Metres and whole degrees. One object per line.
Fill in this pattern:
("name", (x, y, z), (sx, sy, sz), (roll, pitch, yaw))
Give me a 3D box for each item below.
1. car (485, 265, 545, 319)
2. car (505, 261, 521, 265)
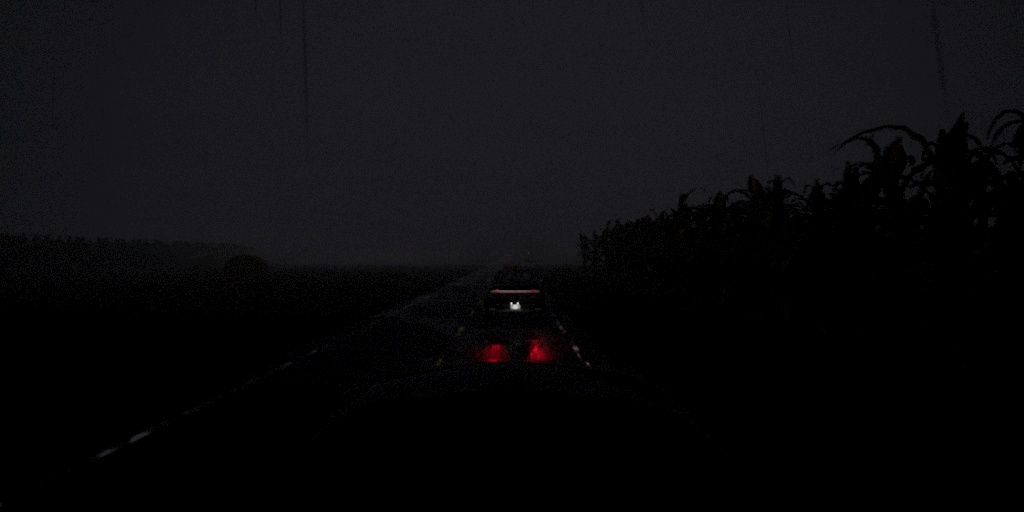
("car", (0.095, 1.236, 12.639), (2.128, 1.511, 4.902), (0, 0, 0))
("car", (0.087, 1.203, 33.363), (1.882, 1.535, 5.008), (0, 0, 0))
